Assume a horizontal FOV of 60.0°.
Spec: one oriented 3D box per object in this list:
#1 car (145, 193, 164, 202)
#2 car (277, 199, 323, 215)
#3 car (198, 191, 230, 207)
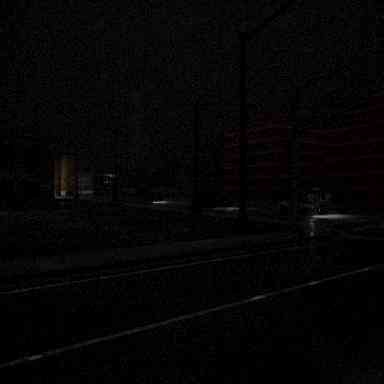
[{"bbox_3d":[-6.498,0.923,57.529,1.994,1.385,4.181,0,1,-34],"label":"car"},{"bbox_3d":[10.481,1.382,32.690,1.812,1.442,4.674,0,1,-34],"label":"car"},{"bbox_3d":[2.682,0.867,44.071,2.150,2.045,5.566,0,1,-35],"label":"car"}]
